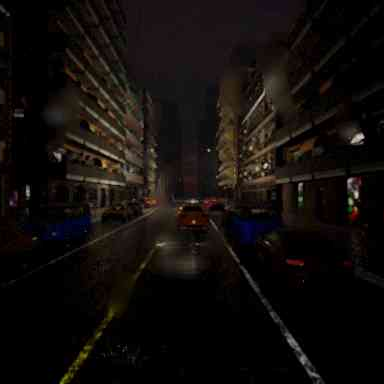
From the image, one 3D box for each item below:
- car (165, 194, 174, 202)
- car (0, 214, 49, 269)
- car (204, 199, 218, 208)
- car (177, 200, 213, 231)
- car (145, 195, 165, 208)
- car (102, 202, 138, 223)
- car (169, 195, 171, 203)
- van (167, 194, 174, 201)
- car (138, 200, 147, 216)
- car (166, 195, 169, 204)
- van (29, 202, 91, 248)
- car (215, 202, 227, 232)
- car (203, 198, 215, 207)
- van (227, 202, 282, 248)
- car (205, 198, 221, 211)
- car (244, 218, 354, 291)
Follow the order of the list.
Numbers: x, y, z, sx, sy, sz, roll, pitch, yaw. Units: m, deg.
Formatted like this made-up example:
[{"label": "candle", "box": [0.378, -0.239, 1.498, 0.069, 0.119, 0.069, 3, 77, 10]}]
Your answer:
[{"label": "car", "box": [-5.691, 1.475, 77.048, 2.192, 1.841, 5.009, 0, 0, 0]}, {"label": "car", "box": [-5.686, 1.531, 8.599, 1.752, 1.417, 4.829, 0, 0, 0]}, {"label": "car", "box": [2.691, 1.655, 48.596, 1.802, 1.307, 4.206, 0, 0, 0]}, {"label": "car", "box": [0.100, 1.497, 20.847, 1.882, 1.535, 5.008, 0, 0, 0]}, {"label": "car", "box": [-5.688, 1.387, 48.598, 2.192, 1.841, 5.009, 0, 0, 0]}, {"label": "car", "box": [-5.687, 1.552, 25.667, 1.752, 1.417, 4.829, 0, 0, 0]}, {"label": "car", "box": [-5.691, 1.701, 65.667, 1.802, 1.307, 4.206, 0, 0, 0]}, {"label": "van", "box": [-5.692, 1.545, 88.430, 1.690, 1.788, 3.998, 0, 0, 0]}, {"label": "car", "box": [-5.688, 1.619, 31.528, 1.802, 1.307, 4.206, 0, 0, 0]}, {"label": "car", "box": [-5.690, 1.667, 59.979, 1.947, 1.339, 4.313, 0, 0, 0]}, {"label": "van", "box": [-5.685, 1.352, 14.456, 1.690, 1.788, 3.998, 0, 0, 0]}, {"label": "car", "box": [2.693, 1.563, 20.145, 1.887, 1.381, 4.507, 0, 0, 0]}, {"label": "car", "box": [2.691, 1.668, 54.287, 1.802, 1.307, 4.206, 0, 0, 0]}, {"label": "van", "box": [2.695, 1.352, 14.454, 1.690, 1.788, 3.998, 0, 0, 0]}, {"label": "car", "box": [2.692, 1.631, 37.216, 1.802, 1.307, 4.206, 0, 0, 0]}, {"label": "car", "box": [2.694, 1.588, 8.766, 1.802, 1.307, 4.206, 0, 0, 0]}]
